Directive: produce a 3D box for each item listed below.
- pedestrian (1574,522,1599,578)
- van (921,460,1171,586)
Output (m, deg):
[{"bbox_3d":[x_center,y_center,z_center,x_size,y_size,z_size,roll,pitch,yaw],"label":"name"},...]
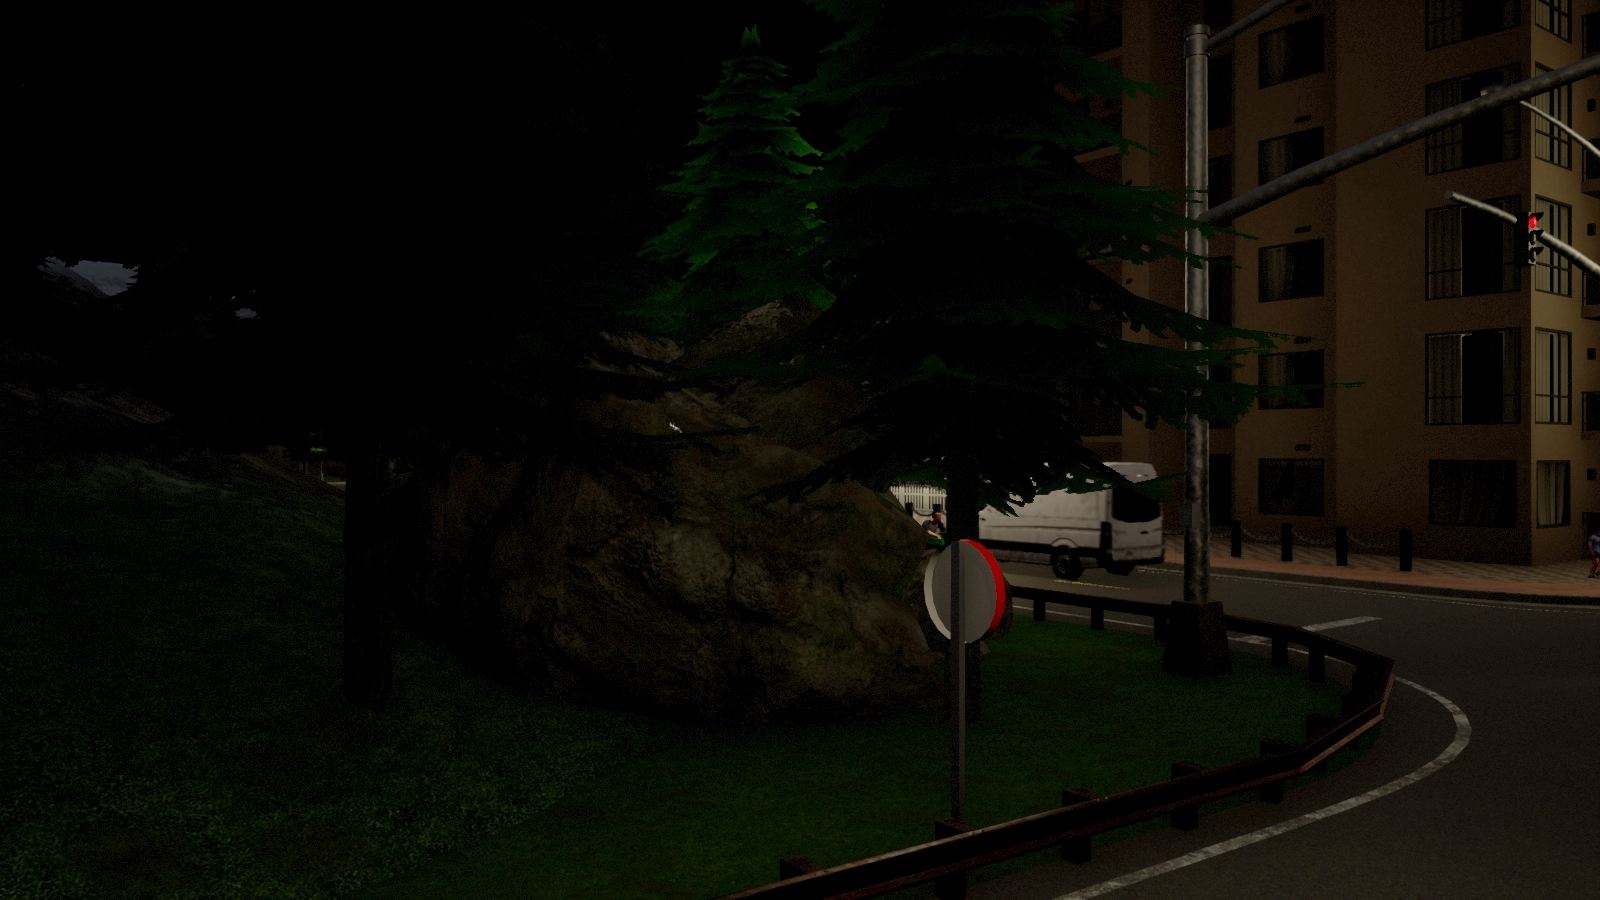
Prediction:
[{"bbox_3d":[16.366,2.057,23.551,0.500,1.100,0.500,0,0,-31],"label":"pedestrian"},{"bbox_3d":[5.521,1.530,26.603,1.988,2.561,5.915,0,0,-35],"label":"van"}]
